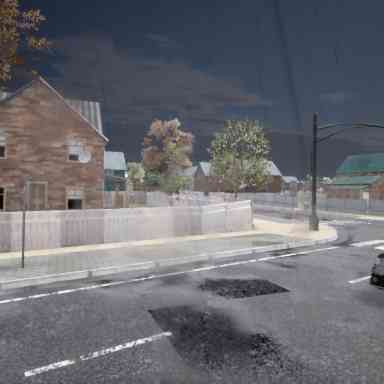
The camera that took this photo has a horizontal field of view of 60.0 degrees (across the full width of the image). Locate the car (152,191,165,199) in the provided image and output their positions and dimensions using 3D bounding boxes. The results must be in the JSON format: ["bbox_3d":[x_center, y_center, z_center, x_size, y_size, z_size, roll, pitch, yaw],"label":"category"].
[{"bbox_3d":[-6.225,0.639,61.693,1.812,1.442,4.674,1,1,-20],"label":"car"}]

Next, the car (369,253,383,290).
[{"bbox_3d":[5.965,1.571,7.685,4.181,1.385,1.994,0,0,-35],"label":"car"}]
